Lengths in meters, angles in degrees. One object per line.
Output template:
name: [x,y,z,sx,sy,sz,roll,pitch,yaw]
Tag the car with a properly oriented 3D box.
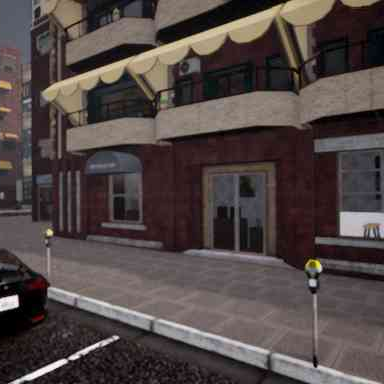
car: [-4.232,1.565,5.757,4.313,1.339,1.947,0,-1,36]
